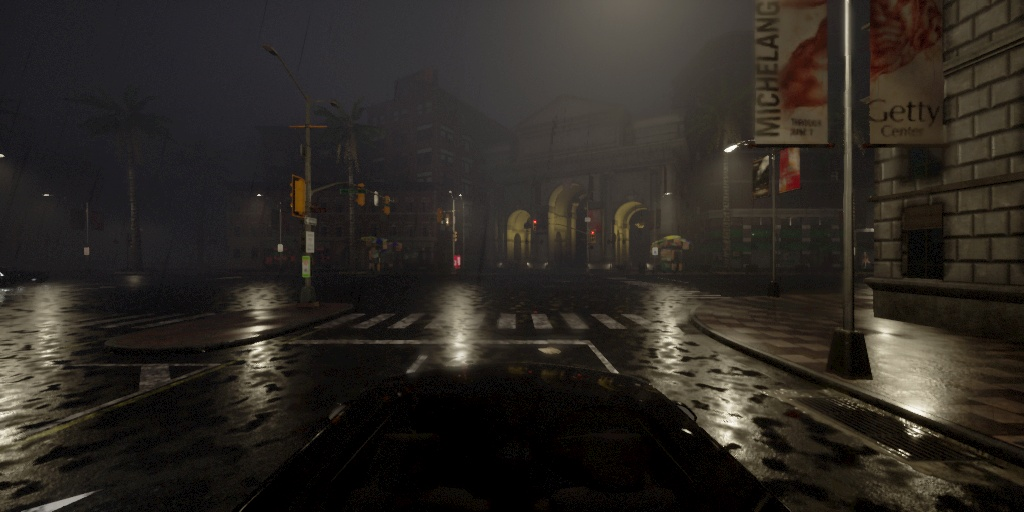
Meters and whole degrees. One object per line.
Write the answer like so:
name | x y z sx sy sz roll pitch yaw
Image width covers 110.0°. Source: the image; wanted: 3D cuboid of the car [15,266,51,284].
car | -35.805 1.351 25.236 4.718 1.301 1.895 0 0 1

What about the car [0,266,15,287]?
car | -33.949 1.101 21.710 4.553 1.767 2.097 0 0 1
